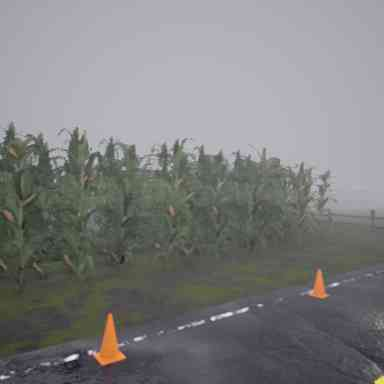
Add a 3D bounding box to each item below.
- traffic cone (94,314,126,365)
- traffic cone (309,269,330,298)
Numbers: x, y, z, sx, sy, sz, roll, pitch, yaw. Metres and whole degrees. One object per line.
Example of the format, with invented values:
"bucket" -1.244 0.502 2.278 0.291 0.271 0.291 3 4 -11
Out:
"traffic cone" -1.125 1.977 4.576 0.340 0.580 0.340 1 -1 -36
"traffic cone" 2.879 2.040 7.522 0.340 0.580 0.340 1 -1 -37
